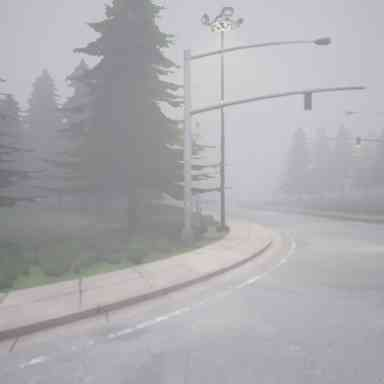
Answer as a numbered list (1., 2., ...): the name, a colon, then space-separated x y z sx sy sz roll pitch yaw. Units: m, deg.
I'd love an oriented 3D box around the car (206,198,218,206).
1. car: 3.440 1.804 62.563 2.033 1.411 5.357 0 0 -12
